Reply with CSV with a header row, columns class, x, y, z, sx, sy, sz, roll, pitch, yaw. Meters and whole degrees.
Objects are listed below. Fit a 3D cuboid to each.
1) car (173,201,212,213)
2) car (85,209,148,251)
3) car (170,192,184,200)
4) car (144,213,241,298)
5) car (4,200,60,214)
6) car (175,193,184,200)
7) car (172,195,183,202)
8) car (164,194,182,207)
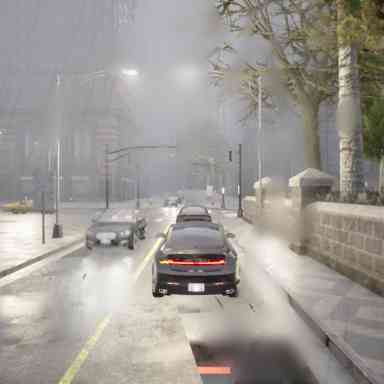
class,x,y,z,sx,sy,sz,roll,pitch,yaw
car,0.095,1.477,18.849,1.882,1.535,5.008,0,0,0
car,-3.063,1.492,14.294,2.128,1.511,4.902,0,0,1
car,-3.087,1.092,60.070,2.150,2.045,5.566,0,0,1
car,0.096,1.505,8.528,1.837,1.490,4.892,0,0,0
car,-14.941,1.398,31.177,4.829,1.417,1.752,1,-1,0
car,-3.023,1.057,80.344,2.097,1.767,4.553,0,1,0
car,-3.020,1.322,70.057,2.128,1.511,4.902,0,0,0
car,-3.105,1.424,50.177,2.128,1.511,4.902,0,0,0
